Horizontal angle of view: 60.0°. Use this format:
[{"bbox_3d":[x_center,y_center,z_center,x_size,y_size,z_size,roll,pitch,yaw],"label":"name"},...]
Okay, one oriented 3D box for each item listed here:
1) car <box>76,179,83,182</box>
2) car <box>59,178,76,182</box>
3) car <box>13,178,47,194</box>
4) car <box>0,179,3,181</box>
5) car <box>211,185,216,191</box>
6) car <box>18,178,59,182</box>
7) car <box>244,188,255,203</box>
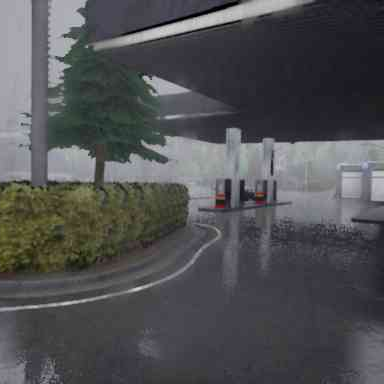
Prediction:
[{"bbox_3d":[-23.982,-1.835,68.202,4.605,1.855,1.932,3,3,36],"label":"car"},{"bbox_3d":[-25.363,-1.788,65.613,3.866,1.878,1.905,3,3,36],"label":"car"},{"bbox_3d":[-20.729,-0.806,42.512,4.605,1.855,1.932,3,3,36],"label":"car"},{"bbox_3d":[-32.911,-1.486,55.286,5.027,1.636,2.152,3,3,36],"label":"car"},{"bbox_3d":[6.299,-0.846,65.245,5.027,1.636,2.152,3,3,36],"label":"car"},{"bbox_3d":[-16.316,-0.460,35.224,3.866,1.878,1.905,3,3,36],"label":"car"},{"bbox_3d":[6.307,0.352,37.476,2.128,1.511,4.902,3,3,36],"label":"car"}]
